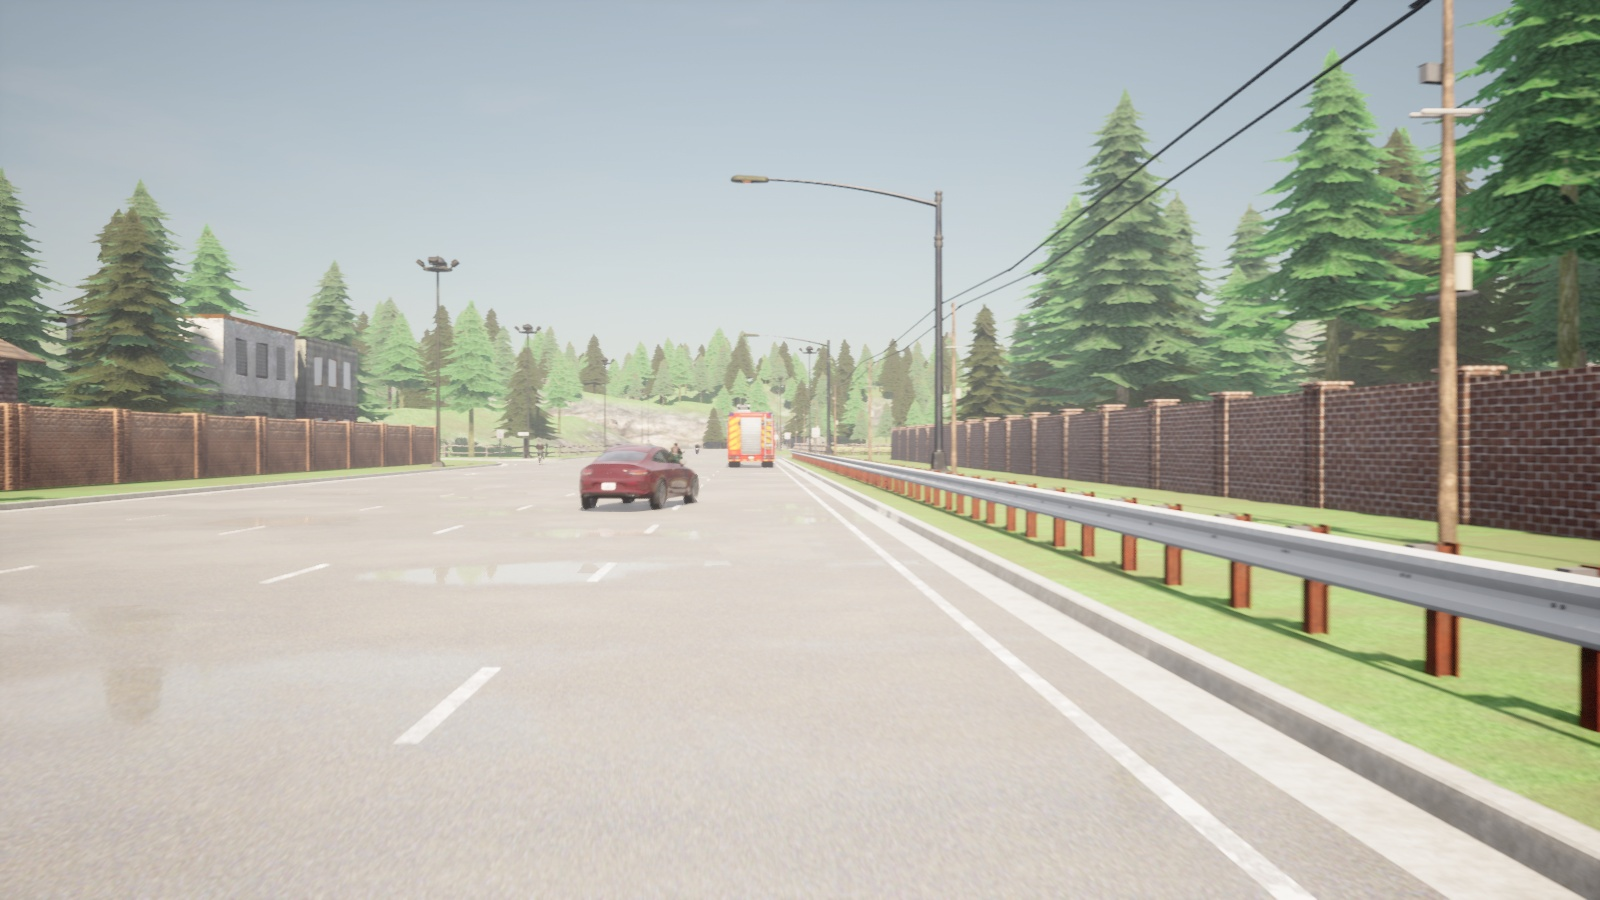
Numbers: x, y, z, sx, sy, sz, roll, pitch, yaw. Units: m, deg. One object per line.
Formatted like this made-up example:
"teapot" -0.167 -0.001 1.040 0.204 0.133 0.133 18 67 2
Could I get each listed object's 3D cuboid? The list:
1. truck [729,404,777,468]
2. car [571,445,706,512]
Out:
"truck" -2.996 -0.868 79.935 2.891 3.827 8.468 0 0 -2
"car" -3.691 0.605 29.588 1.812 1.442 4.674 0 0 10
